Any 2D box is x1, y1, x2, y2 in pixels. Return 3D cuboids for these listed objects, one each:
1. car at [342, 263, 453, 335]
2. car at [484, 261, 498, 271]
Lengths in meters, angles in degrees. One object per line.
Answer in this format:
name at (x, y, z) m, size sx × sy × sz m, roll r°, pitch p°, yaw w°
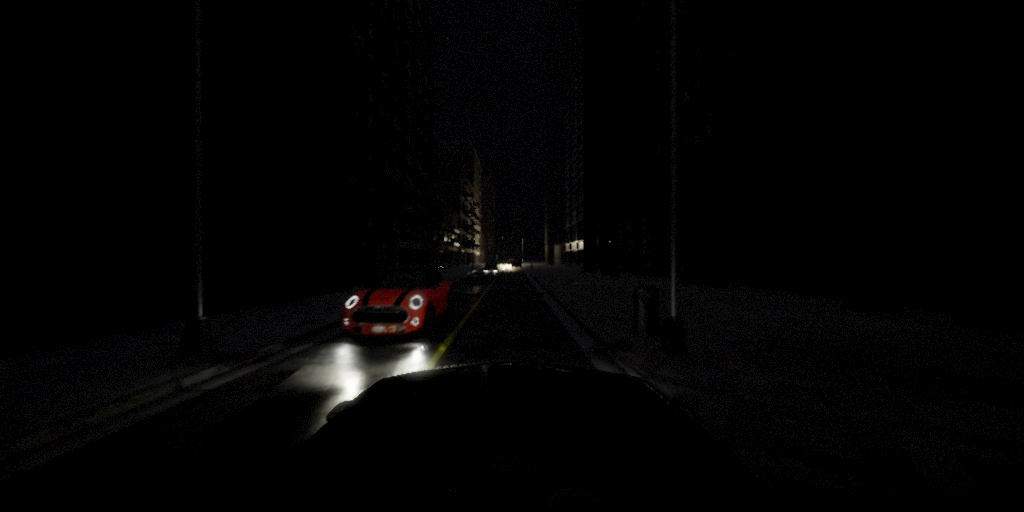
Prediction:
car at (-3.103, 1.118, 10.590) m, size 2.097 × 1.767 × 4.553 m, roll 0°, pitch 0°, yaw 0°
car at (-3.066, 1.414, 53.733) m, size 2.033 × 1.411 × 5.357 m, roll 0°, pitch 0°, yaw 1°
